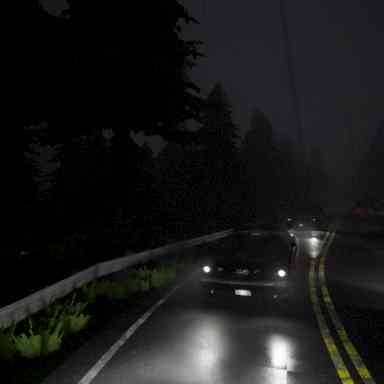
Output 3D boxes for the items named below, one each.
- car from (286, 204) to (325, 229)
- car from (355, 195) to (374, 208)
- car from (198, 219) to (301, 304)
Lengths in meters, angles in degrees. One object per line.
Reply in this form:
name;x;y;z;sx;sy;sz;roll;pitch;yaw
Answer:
car;7.292;1.451;21.046;2.033;1.411;5.357;-2;0;26
car;20.864;1.058;40.151;2.128;1.511;4.902;-2;0;28
car;1.656;1.599;8.438;1.895;1.301;4.718;-1;0;18
